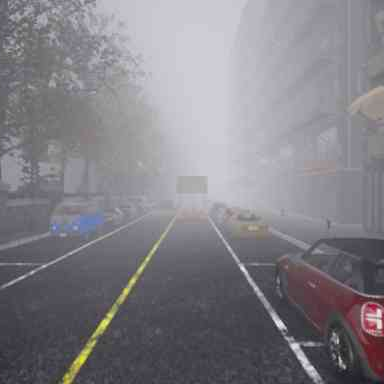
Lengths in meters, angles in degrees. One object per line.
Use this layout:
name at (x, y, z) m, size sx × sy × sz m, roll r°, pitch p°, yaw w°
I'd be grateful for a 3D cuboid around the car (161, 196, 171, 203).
car at (-5.675, 1.643, 73.065) m, size 1.967 × 1.590 × 4.097 m, roll 0°, pitch 0°, yaw 0°

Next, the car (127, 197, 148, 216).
car at (-5.683, 1.393, 33.657) m, size 2.192 × 1.841 × 5.009 m, roll 0°, pitch 0°, yaw 0°

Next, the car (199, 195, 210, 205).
car at (2.703, 1.708, 61.805) m, size 1.887 × 1.381 × 4.507 m, roll 0°, pitch 0°, yaw 0°

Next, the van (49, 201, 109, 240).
van at (-5.687, 1.377, 16.763) m, size 1.690 × 1.788 × 3.998 m, roll 0°, pitch 0°, yaw 0°

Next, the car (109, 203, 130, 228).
car at (-5.686, 1.631, 22.393) m, size 1.802 × 1.307 × 4.206 m, roll 0°, pitch 0°, yaw 0°

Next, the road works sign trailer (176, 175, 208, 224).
road works sign trailer at (0.006, 0.521, 25.418) m, size 2.380 × 3.560 × 2.880 m, roll 0°, pitch 0°, yaw 0°

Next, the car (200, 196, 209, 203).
car at (2.706, 1.643, 73.065) m, size 1.967 × 1.590 × 4.097 m, roll 0°, pitch 0°, yaw 0°

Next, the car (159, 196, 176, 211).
car at (-3.081, 1.581, 42.887) m, size 1.882 × 1.535 × 5.008 m, roll 0°, pitch 0°, yaw 0°

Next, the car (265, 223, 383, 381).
car at (2.691, 1.451, 5.501) m, size 1.967 × 1.590 × 4.097 m, roll 0°, pitch 0°, yaw 0°

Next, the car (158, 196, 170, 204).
car at (-5.677, 1.623, 67.437) m, size 1.967 × 1.590 × 4.097 m, roll 0°, pitch 0°, yaw 0°

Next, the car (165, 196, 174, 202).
car at (-5.672, 1.794, 84.327) m, size 2.008 × 1.369 × 4.403 m, roll 0°, pitch 0°, yaw 0°

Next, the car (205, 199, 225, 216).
car at (2.697, 1.644, 33.655) m, size 1.947 × 1.339 × 4.313 m, roll 0°, pitch 0°, yaw 0°

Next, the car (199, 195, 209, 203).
car at (2.706, 1.538, 78.695) m, size 2.192 × 1.841 × 5.009 m, roll 0°, pitch 0°, yaw 0°

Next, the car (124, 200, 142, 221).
car at (-5.685, 1.609, 28.024) m, size 1.887 × 1.381 × 4.507 m, roll 0°, pitch 0°, yaw 0°

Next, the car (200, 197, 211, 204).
car at (2.704, 1.727, 67.435) m, size 1.887 × 1.381 × 4.507 m, roll 0°, pitch 0°, yaw 0°

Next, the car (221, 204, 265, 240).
car at (2.694, 1.561, 16.932) m, size 1.752 × 1.417 × 4.829 m, roll 0°, pitch 0°, yaw 0°

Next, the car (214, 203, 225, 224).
car at (2.694, 1.631, 22.392) m, size 1.802 × 1.307 × 4.206 m, roll 0°, pitch 0°, yaw 0°
